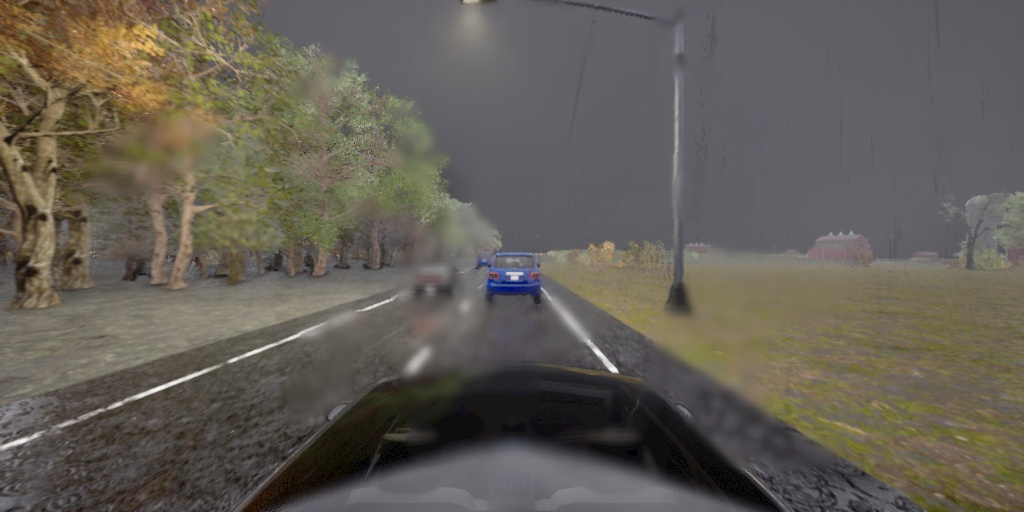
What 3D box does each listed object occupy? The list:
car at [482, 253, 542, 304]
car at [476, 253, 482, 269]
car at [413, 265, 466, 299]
[{"bbox_3d":[0.097,0.876,15.755,2.150,2.045,5.566,0,0,0],"label":"car"},{"bbox_3d":[-3.402,0.658,46.921,2.150,2.045,5.566,0,0,0],"label":"car"},{"bbox_3d":[-3.401,1.149,17.389,1.837,1.490,4.892,0,0,0],"label":"car"}]
